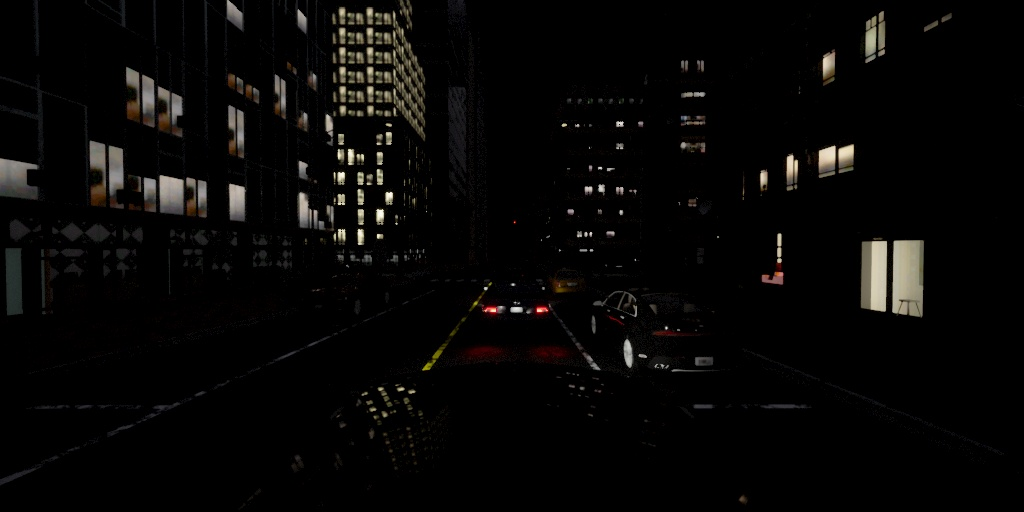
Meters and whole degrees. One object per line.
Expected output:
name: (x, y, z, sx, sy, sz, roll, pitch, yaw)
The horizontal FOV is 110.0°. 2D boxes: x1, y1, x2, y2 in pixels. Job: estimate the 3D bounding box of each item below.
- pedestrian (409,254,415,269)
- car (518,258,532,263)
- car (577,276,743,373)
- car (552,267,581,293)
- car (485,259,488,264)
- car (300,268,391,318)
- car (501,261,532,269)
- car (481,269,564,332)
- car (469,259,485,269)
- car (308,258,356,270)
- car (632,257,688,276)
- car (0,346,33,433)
pedestrian: (-12.629, 0.666, 45.140, 0.375, 1.860, 0.375, 0, 0, 1)
car: (2.577, 1.283, 62.305, 2.007, 1.370, 4.403, 0, 0, 0)
car: (2.807, 1.298, 7.407, 2.007, 1.370, 4.403, 0, 0, 0)
car: (2.786, 1.269, 18.866, 1.751, 1.417, 4.829, 0, 0, 0)
car: (-5.804, 1.299, 62.290, 1.948, 1.339, 4.313, 0, 0, 0)
car: (-5.843, 1.291, 13.094, 1.888, 1.381, 4.507, 0, 0, 0)
car: (0.057, 1.248, 21.267, 1.837, 1.490, 4.892, 0, 0, 0)
car: (0.085, 1.294, 10.845, 2.033, 1.411, 5.357, 0, 0, 0)
car: (-5.793, 1.259, 56.466, 1.751, 1.417, 4.829, 0, 0, 0)
car: (-18.279, 0.974, 36.478, 4.553, 1.767, 2.097, 0, 1, 1)
car: (16.206, 1.083, 39.257, 5.566, 2.045, 2.150, 0, 1, 1)
car: (-5.796, 1.300, 1.804, 2.007, 1.370, 4.403, 0, 0, 0)
